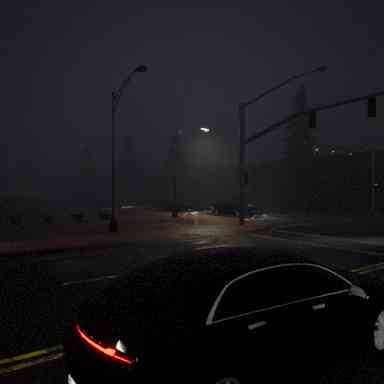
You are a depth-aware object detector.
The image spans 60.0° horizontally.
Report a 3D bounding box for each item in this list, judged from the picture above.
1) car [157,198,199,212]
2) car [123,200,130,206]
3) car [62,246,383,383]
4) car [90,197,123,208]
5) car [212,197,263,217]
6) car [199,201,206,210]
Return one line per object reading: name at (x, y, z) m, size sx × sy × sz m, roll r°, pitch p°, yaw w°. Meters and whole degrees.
car at (-1.943, 1.547, 38.733) m, size 2.033 × 1.411 × 5.357 m, roll 0°, pitch 0°, yaw -39°
car at (-11.738, 1.564, 51.536) m, size 4.181 × 1.385 × 1.994 m, roll 0°, pitch 0°, yaw 30°
car at (0.894, 1.505, 4.435) m, size 4.892 × 1.490 × 1.837 m, roll 0°, pitch 0°, yaw -35°
car at (-12.781, 1.526, 48.143) m, size 4.674 × 1.442 × 1.812 m, roll 0°, pitch 0°, yaw 30°
car at (3.864, 1.505, 30.911) m, size 1.837 × 1.490 × 4.892 m, roll 0°, pitch 0°, yaw -36°
car at (-0.303, 1.503, 41.977) m, size 1.837 × 1.490 × 4.892 m, roll 0°, pitch 0°, yaw -41°
